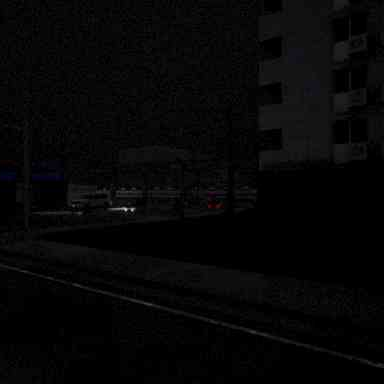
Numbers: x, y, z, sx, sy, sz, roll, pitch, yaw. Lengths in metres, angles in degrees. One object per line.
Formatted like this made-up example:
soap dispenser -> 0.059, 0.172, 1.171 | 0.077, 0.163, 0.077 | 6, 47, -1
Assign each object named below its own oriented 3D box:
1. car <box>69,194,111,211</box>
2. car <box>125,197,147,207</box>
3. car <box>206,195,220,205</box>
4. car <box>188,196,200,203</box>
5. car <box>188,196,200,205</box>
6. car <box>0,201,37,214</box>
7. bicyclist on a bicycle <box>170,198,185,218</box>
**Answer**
car -> -12.335, 1.221, 40.738 | 2.150, 2.045, 5.566 | 0, 0, 29
car -> -8.387, 1.491, 50.014 | 2.128, 1.511, 4.902 | 0, 0, 15
car -> 3.882, 1.526, 58.485 | 1.812, 1.442, 4.674 | 0, 0, 4
car -> 0.354, 1.564, 67.487 | 1.994, 1.385, 4.181 | 0, 0, -8
car -> 0.410, 1.564, 59.076 | 1.994, 1.385, 4.181 | 0, 0, 4
car -> -17.921, 1.601, 32.486 | 1.895, 1.301, 4.718 | 0, 0, 35
bicyclist on a bicycle -> -1.204, 1.300, 27.316 | 1.656, 1.620, 0.582 | 0, 0, 36
